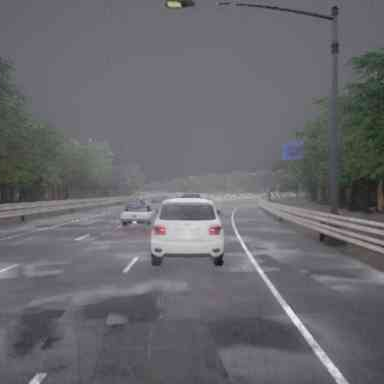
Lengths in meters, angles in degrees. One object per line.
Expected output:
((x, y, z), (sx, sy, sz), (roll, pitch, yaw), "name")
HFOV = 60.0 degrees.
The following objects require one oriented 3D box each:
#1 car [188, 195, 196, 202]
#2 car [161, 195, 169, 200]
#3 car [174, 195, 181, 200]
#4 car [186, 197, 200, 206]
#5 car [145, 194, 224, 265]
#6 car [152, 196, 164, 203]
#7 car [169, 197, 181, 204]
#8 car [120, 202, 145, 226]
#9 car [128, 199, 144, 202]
((-0.060, 1.479, 79.259), (1.837, 1.490, 4.892), (0, 0, -2), "car")
((-7.512, 1.486, 93.115), (1.882, 1.535, 5.008), (0, 0, -3), "car")
((-4.049, 1.557, 94.019), (2.033, 1.411, 5.357), (0, 0, -3), "car")
((0.152, 1.492, 53.422), (2.033, 1.411, 5.357), (0, 0, 0), "car")
((-0.131, 1.222, 11.795), (2.150, 2.045, 5.566), (0, 0, 0), "car")
((-6.746, 1.500, 66.226), (1.994, 1.385, 4.181), (0, 0, -1), "car")
((-3.192, 1.541, 62.995), (1.895, 1.301, 4.718), (0, 0, 0), "car")
((-3.565, 1.580, 23.204), (1.895, 1.301, 4.718), (0, 0, 1), "car")
((-6.851, 1.504, 40.331), (1.994, 1.385, 4.181), (0, 0, 0), "car")
